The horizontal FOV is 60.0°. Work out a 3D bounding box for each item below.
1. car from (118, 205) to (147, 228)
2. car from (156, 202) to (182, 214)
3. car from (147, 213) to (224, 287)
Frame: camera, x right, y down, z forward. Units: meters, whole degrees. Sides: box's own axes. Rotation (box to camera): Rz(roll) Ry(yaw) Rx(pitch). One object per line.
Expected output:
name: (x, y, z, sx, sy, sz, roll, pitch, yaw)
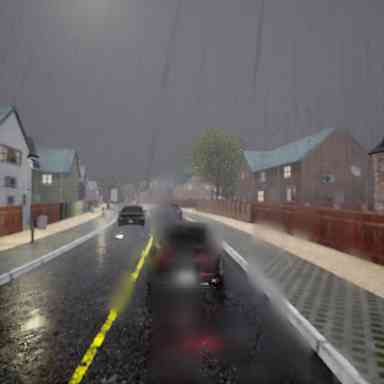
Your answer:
car: (-4.435, 1.745, 24.936, 1.882, 1.535, 5.008, 0, -1, -7)
car: (-2.037, 1.684, 29.271, 2.097, 1.767, 4.553, 0, -1, -8)
car: (-0.222, 1.600, 9.605, 1.837, 1.490, 4.892, 0, 0, -3)
